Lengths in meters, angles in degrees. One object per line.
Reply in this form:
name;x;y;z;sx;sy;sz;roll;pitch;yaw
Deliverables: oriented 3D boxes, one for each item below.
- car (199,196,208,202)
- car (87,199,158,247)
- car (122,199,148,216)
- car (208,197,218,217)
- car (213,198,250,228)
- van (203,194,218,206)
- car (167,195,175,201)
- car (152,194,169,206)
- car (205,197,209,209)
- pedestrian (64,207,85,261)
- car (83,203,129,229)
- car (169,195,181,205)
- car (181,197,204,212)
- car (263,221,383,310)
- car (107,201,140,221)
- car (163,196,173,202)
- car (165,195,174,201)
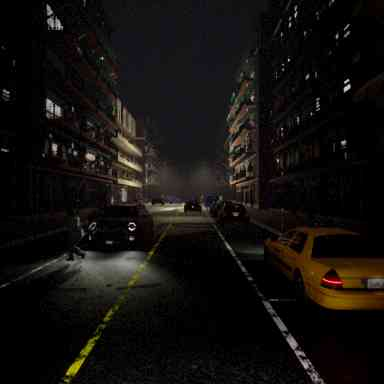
car;2.710;1.590;79.128;2.008;1.369;4.403;1;0;0
car;-3.054;1.357;15.019;2.097;1.767;4.553;0;0;3
car;-5.675;1.536;33.704;1.752;1.417;4.829;1;0;0
car;2.706;1.448;28.172;1.967;1.590;4.097;1;0;0
car;2.705;1.447;22.511;1.967;1.590;4.097;1;0;0
van;2.709;1.357;45.157;1.690;1.788;3.998;1;0;0
car;-5.670;1.593;90.490;1.887;1.381;4.507;1;0;0
car;-5.670;1.338;56.521;2.192;1.841;5.009;1;0;0
car;2.705;1.561;33.834;2.008;1.369;4.403;1;0;0
pedestrian;-3.762;1.297;10.596;0.375;1.860;0.375;1;-1;-3
car;-5.677;1.551;22.552;1.887;1.381;4.507;1;0;0
car;-3.050;1.551;60.998;1.812;1.442;4.674;0;0;0
car;0.094;1.576;38.055;1.994;1.385;4.181;0;0;0
car;3.000;1.458;7.942;1.801;1.575;5.366;0;0;0
car;-5.676;1.534;28.043;1.752;1.417;4.829;1;0;0
car;-5.671;1.590;79.167;2.008;1.369;4.403;1;0;0
car;-5.671;1.569;84.660;1.752;1.417;4.829;1;0;0
